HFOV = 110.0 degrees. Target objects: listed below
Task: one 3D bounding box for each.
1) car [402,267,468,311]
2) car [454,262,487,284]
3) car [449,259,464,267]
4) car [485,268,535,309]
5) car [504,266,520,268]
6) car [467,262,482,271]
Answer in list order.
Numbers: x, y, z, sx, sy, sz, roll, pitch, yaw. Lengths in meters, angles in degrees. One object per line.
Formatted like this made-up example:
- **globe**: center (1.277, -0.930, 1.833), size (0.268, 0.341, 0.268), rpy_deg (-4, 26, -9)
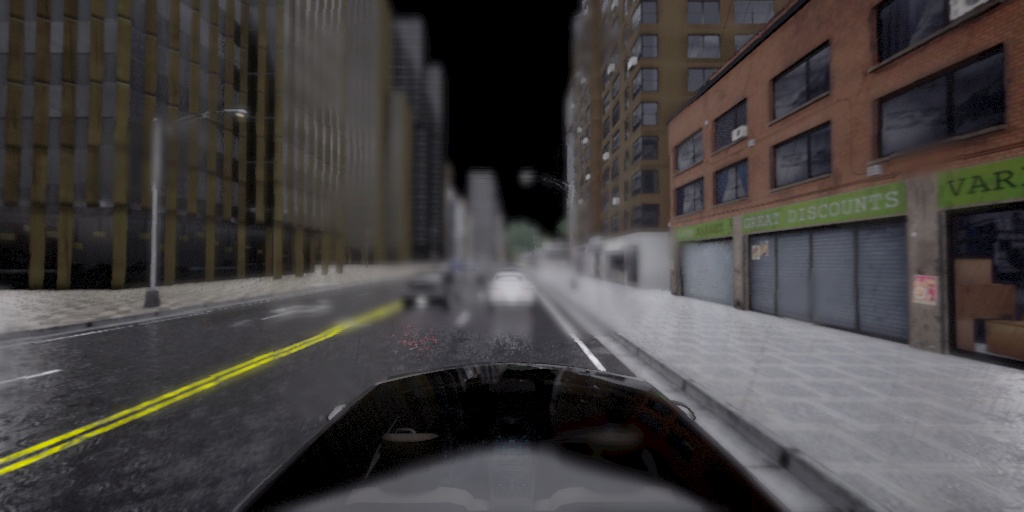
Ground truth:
- **car**: center (-3.235, 1.403, 15.337), size (1.837, 1.490, 4.892), rpy_deg (0, 0, 0)
- **car**: center (-3.237, 1.545, 30.350), size (2.128, 1.511, 4.902), rpy_deg (0, 0, 0)
- **car**: center (-9.772, 1.611, 64.345), size (2.150, 2.045, 5.566), rpy_deg (0, -1, 0)
- **car**: center (0.020, 1.425, 15.743), size (1.812, 1.442, 4.674), rpy_deg (0, 0, 0)
- **car**: center (0.012, 1.545, 30.348), size (2.128, 1.511, 4.902), rpy_deg (0, 0, 0)
- **car**: center (-6.533, 1.868, 63.393), size (2.128, 1.511, 4.902), rpy_deg (0, -1, 0)
